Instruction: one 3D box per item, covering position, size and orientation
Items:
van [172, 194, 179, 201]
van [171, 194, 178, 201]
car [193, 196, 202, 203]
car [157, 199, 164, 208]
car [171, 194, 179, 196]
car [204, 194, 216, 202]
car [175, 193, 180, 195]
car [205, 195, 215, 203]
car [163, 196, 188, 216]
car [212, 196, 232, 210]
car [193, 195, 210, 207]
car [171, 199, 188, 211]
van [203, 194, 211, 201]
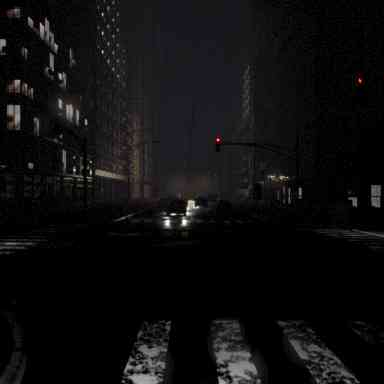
[{"bbox_3d":[-4.210,1.315,86.004,1.690,1.788,3.998,0,0,0],"label":"van"},{"bbox_3d":[-4.185,1.321,80.477,1.690,1.788,3.998,0,0,0],"label":"van"},{"bbox_3d":[1.172,1.528,73.349,2.033,1.411,5.357,0,0,0],"label":"car"},{"bbox_3d":[-4.037,1.593,47.311,1.802,1.307,4.206,0,0,0],"label":"car"},{"bbox_3d":[-4.111,1.564,63.894,1.947,1.339,4.313,0,0,0],"label":"car"},{"bbox_3d":[3.769,1.313,63.929,2.192,1.841,5.009,0,0,0],"label":"car"},{"bbox_3d":[-4.160,1.426,74.949,1.967,1.590,4.097,0,0,0],"label":"car"},{"bbox_3d":[3.744,1.432,69.457,1.967,1.590,4.097,0,0,0],"label":"car"},{"bbox_3d":[-1.507,1.494,33.319,1.882,1.535,5.008,0,0,0],"label":"car"},{"bbox_3d":[3.917,1.579,41.820,1.947,1.339,4.313,0,0,0],"label":"car"},{"bbox_3d":[1.359,1.534,50.617,1.812,1.442,4.674,0,0,0],"label":"car"},{"bbox_3d":[-1.540,1.614,42.680,1.895,1.301,4.718,0,0,0],"label":"car"},{"bbox_3d":[3.695,1.321,80.512,1.690,1.788,3.998,0,0,0],"label":"van"}]
